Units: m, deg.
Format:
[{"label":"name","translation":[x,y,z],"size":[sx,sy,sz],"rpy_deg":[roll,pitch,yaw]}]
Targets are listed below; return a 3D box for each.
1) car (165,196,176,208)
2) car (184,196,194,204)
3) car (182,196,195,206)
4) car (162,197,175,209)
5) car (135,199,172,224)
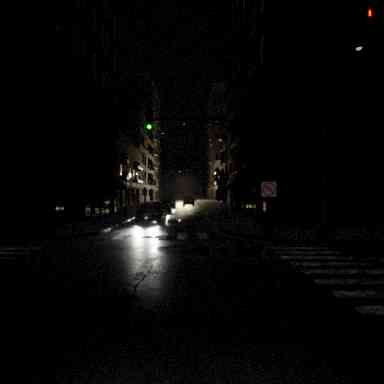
[{"label":"car","translation":[-3.277,1.381,45.168],"size":[2.097,1.767,4.553],"rpy_deg":[0,0,0]},{"label":"car","translation":[-0.623,1.547,64.322],"size":[1.837,1.490,4.892],"rpy_deg":[0,0,-1]},{"label":"car","translation":[-0.522,1.538,53.904],"size":[1.837,1.490,4.892],"rpy_deg":[0,0,-1]},{"label":"car","translation":[-3.180,1.586,35.241],"size":[1.994,1.385,4.181],"rpy_deg":[0,0,-1]},{"label":"car","translation":[-3.031,1.508,25.235],"size":[2.128,1.511,4.902],"rpy_deg":[0,0,3]}]
